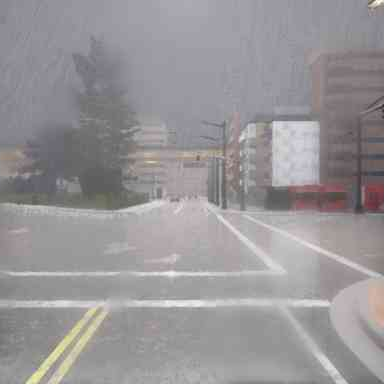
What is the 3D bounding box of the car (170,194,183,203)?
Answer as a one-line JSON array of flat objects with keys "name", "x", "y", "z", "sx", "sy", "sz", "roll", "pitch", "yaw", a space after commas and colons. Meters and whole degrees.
[{"name": "car", "x": -3.501, "y": 1.469, "z": 69.082, "sx": 1.882, "sy": 1.535, "sz": 5.008, "roll": 0, "pitch": 0, "yaw": 0}]
